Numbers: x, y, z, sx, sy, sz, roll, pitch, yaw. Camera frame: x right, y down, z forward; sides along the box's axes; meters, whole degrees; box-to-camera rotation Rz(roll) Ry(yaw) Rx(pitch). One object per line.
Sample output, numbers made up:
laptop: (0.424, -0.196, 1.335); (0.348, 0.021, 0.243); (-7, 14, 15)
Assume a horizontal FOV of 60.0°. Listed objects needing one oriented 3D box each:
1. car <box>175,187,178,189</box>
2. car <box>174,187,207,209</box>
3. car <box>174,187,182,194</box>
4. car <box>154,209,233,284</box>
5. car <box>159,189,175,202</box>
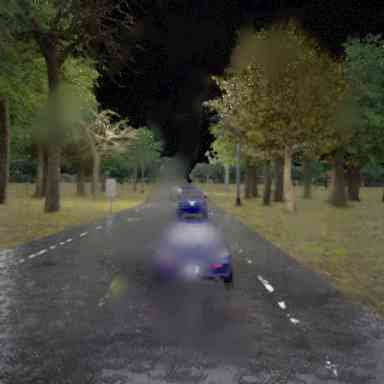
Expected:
car: (-3.459, -0.194, 77.629); (1.812, 1.442, 4.674); (0, 2, -2)
car: (0.030, 0.867, 26.150); (2.150, 2.045, 5.566); (0, 1, 0)
car: (-3.607, -0.404, 85.136); (1.837, 1.490, 4.892); (0, 2, 0)
car: (0.038, 1.414, 9.140); (1.812, 1.442, 4.674); (0, 1, 0)
car: (-3.956, 0.638, 50.290); (1.882, 1.535, 5.008); (0, 1, -3)
